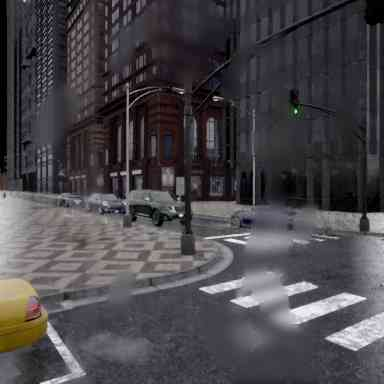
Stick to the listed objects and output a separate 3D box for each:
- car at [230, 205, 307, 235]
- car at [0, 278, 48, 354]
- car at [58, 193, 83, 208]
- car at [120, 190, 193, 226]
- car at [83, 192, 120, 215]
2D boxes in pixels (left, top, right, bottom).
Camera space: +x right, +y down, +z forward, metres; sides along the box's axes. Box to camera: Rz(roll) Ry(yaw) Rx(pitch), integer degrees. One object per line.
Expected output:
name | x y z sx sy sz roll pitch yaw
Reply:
car | 3.949 1.360 17.717 1.994 1.385 4.181 0 1 -36
car | -4.246 1.525 3.627 4.829 1.417 1.752 0 0 -35
car | -13.146 0.827 36.087 2.128 1.511 4.902 0 1 -36
car | -2.211 0.898 20.820 2.150 2.045 5.566 0 1 -36
car | -7.129 0.872 27.684 2.097 1.767 4.553 0 1 -35
